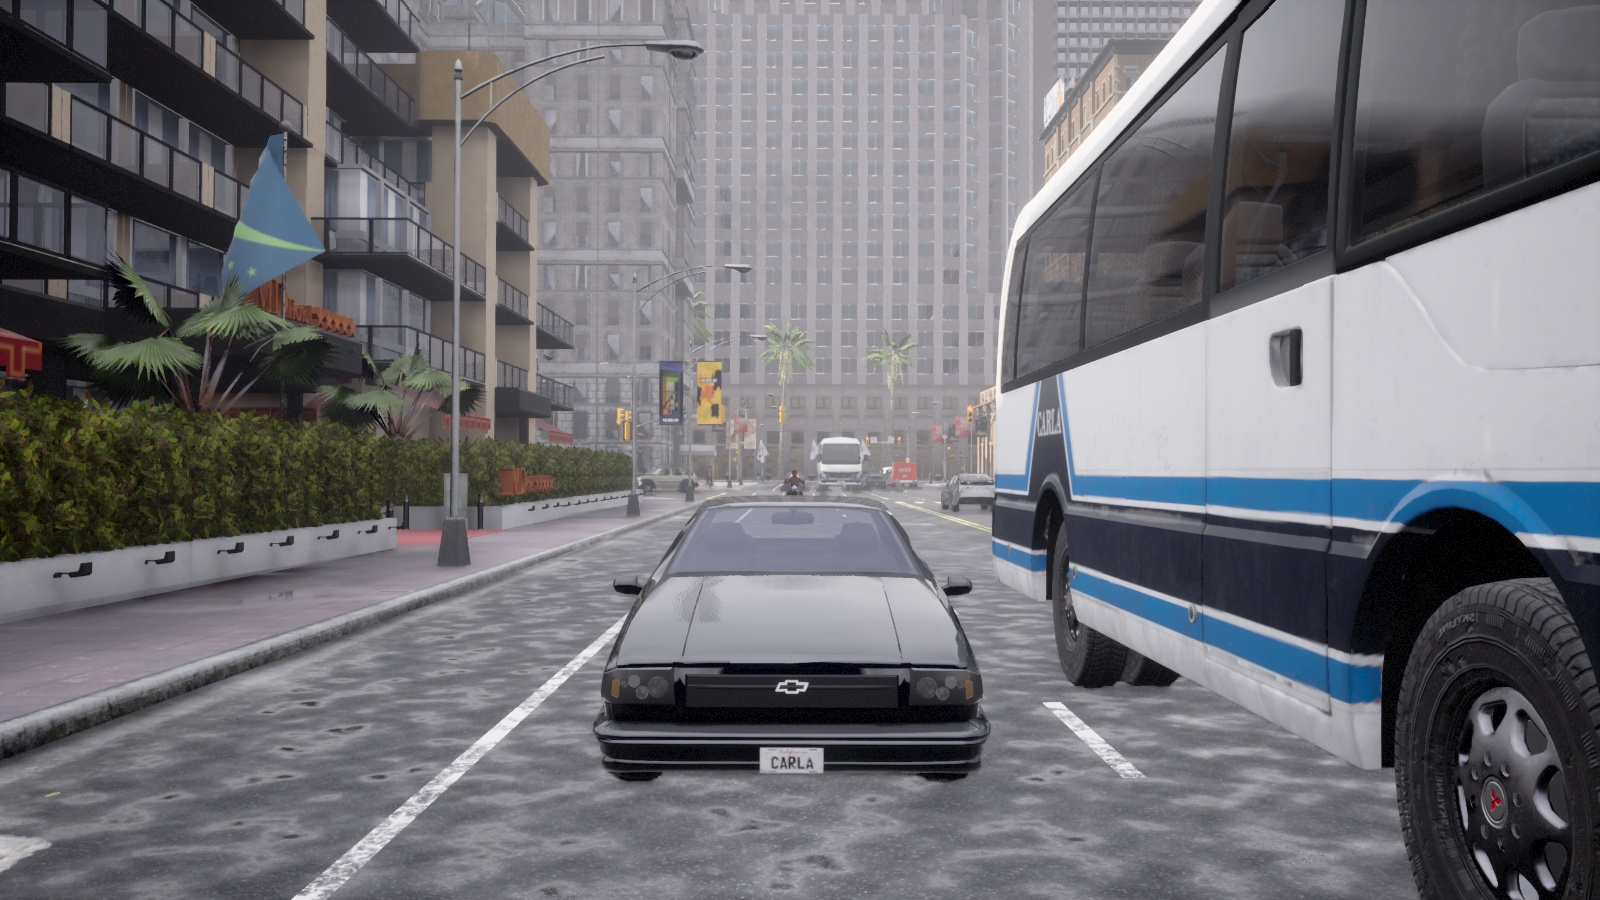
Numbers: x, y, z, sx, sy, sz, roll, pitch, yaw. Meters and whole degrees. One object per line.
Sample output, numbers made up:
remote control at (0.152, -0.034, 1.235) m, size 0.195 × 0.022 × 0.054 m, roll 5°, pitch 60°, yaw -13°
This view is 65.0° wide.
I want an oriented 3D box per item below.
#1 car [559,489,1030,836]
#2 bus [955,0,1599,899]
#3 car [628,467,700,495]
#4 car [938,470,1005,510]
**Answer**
car at (-0.035, 0.998, 8.108) m, size 2.033 × 1.411 × 5.357 m, roll 0°, pitch -1°, yaw 0°
bus at (3.466, -0.465, 6.625) m, size 3.944 × 4.253 × 10.273 m, roll 0°, pitch -1°, yaw 0°
car at (-9.444, 2.129, 87.167) m, size 4.605 × 1.855 × 1.932 m, roll 0°, pitch 0°, yaw -19°
car at (6.795, 1.575, 50.199) m, size 2.007 × 1.525 × 4.514 m, roll 0°, pitch -1°, yaw 0°
